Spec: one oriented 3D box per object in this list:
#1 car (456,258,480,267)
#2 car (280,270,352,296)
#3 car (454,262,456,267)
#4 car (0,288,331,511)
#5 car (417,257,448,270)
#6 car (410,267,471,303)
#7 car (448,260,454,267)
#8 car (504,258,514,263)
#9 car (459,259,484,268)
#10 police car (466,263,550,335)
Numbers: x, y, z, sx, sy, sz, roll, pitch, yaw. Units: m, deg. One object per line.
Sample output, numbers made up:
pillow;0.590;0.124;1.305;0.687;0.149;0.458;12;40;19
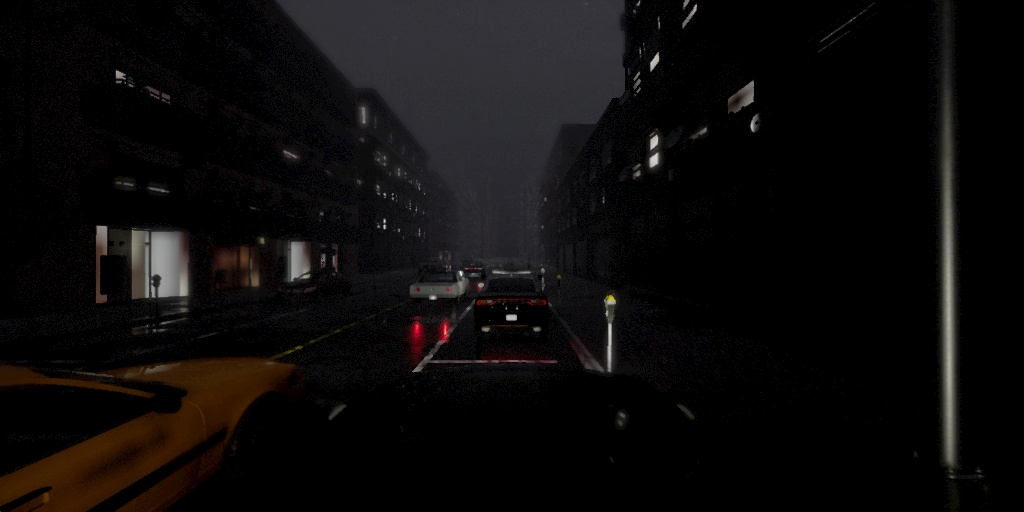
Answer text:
car;-6.146;1.152;50.494;2.097;1.767;4.553;0;0;0
car;-8.837;1.332;16.462;1.802;1.307;4.207;0;0;0
car;-8.837;1.292;50.280;1.888;1.381;4.507;0;0;0
car;-3.145;1.206;1.693;1.801;1.575;5.366;0;0;0
car;-8.837;1.063;39.007;2.192;1.841;5.009;0;0;0
car;-3.145;1.367;16.494;1.895;1.301;4.718;0;0;0
car;-8.837;1.188;44.643;1.967;1.591;4.097;0;0;0
car;-0.456;1.274;39.173;1.751;1.417;4.829;0;0;0
car;-3.145;1.246;31.464;2.128;1.511;4.902;0;0;0
police car;-0.011;1.175;10.609;1.930;1.638;5.238;0;0;0
